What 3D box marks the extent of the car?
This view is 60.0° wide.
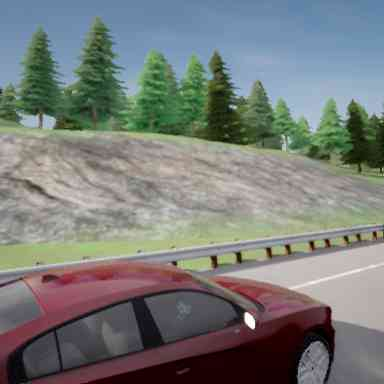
[{"bbox_3d":[-0.550,1.471,3.354,5.008,1.535,1.882,0,0,-36],"label":"car"}]
